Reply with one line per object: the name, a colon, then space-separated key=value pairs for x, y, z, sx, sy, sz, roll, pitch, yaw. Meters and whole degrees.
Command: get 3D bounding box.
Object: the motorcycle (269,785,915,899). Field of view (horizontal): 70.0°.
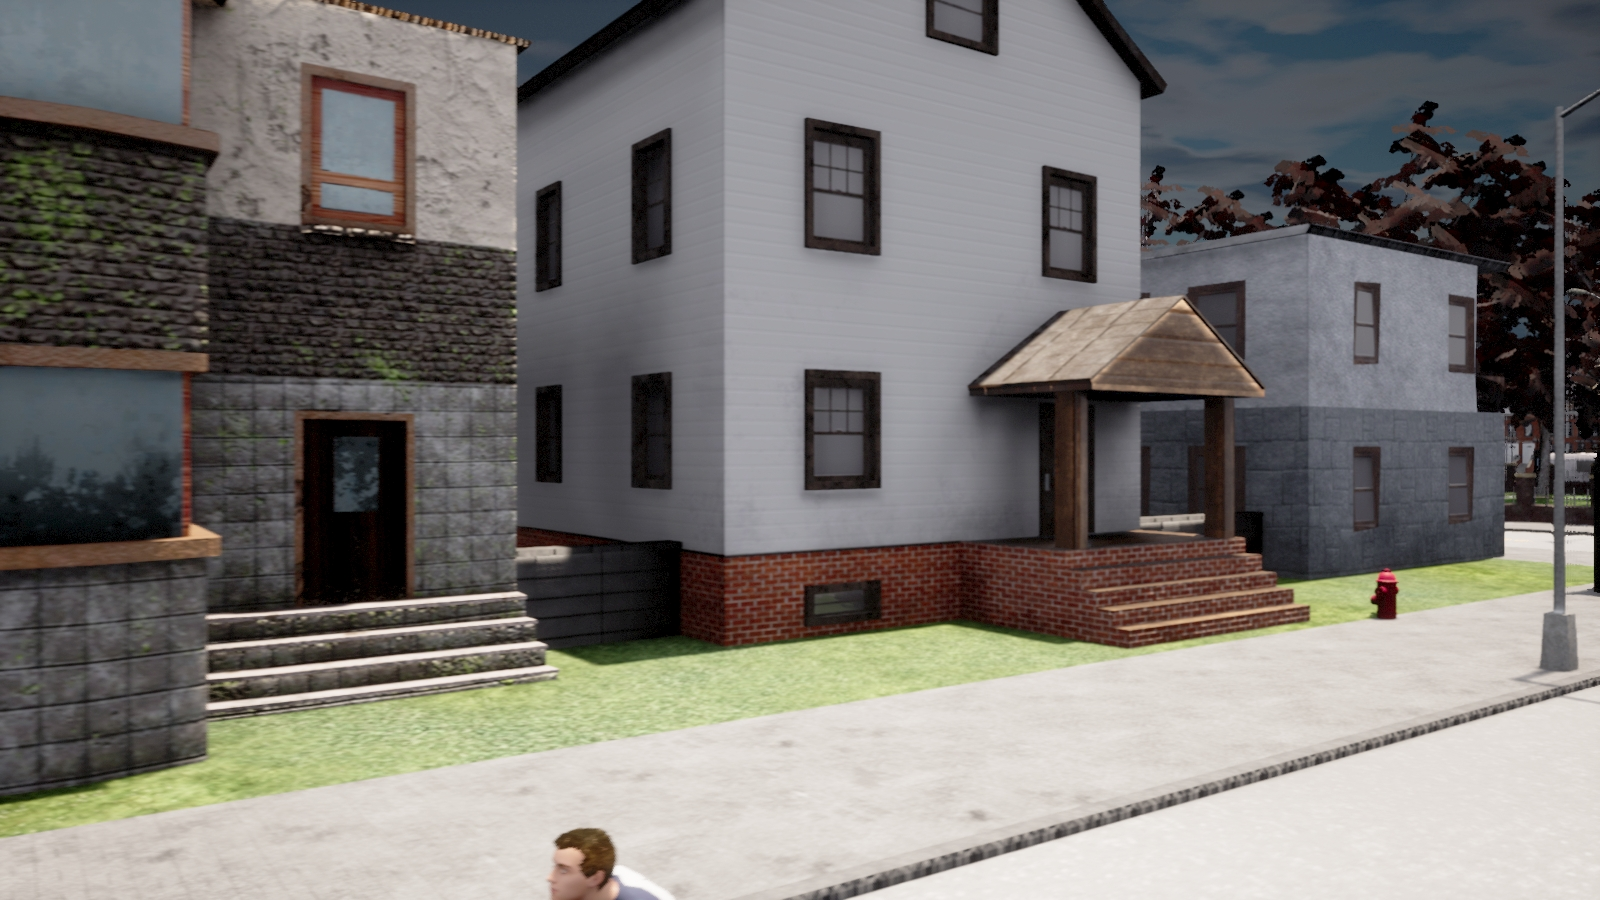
motorcycle: x=-0.644 y=1.992 z=3.929 sx=2.033 sy=1.145 sz=0.803 roll=0 pitch=0 yaw=-35
